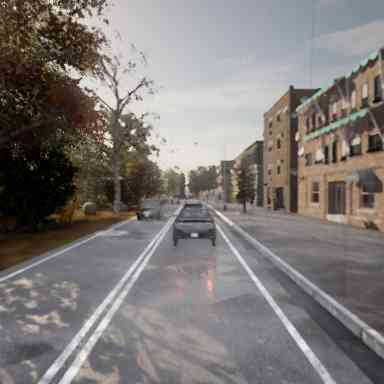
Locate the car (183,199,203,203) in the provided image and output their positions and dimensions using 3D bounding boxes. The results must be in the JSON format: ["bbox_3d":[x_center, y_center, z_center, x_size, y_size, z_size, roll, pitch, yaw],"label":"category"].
[{"bbox_3d":[0.098,1.461,33.714,1.882,1.535,5.008,0,0,0],"label":"car"}]

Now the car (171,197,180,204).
[{"bbox_3d":[-3.349,1.772,67.899,2.128,1.511,4.902,0,-1,0],"label":"car"}]

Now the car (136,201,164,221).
[{"bbox_3d":[-3.346,1.477,27.319,2.128,1.511,4.902,0,0,0],"label":"car"}]

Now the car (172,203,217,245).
[{"bbox_3d":[0.103,1.485,15.556,2.128,1.511,4.902,0,0,0],"label":"car"}]
